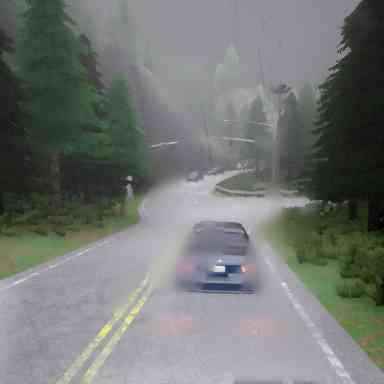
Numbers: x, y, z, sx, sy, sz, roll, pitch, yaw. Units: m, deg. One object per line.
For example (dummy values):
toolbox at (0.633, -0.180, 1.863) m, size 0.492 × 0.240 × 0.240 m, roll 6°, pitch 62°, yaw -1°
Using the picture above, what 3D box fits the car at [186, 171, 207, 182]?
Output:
car at (0.539, -2.563, 55.072) m, size 1.837 × 1.490 × 4.892 m, roll 2°, pitch 10°, yaw 19°

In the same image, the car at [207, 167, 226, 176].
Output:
car at (4.606, -4.043, 63.618) m, size 2.128 × 1.511 × 4.902 m, roll 4°, pitch 10°, yaw 36°

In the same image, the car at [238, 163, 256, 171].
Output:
car at (11.842, -5.472, 70.996) m, size 4.892 × 1.490 × 1.837 m, roll -9°, pitch 9°, yaw -36°

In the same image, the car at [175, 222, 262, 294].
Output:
car at (0.722, 1.498, 8.848) m, size 2.033 × 1.411 × 5.357 m, roll 0°, pitch 0°, yaw 5°
